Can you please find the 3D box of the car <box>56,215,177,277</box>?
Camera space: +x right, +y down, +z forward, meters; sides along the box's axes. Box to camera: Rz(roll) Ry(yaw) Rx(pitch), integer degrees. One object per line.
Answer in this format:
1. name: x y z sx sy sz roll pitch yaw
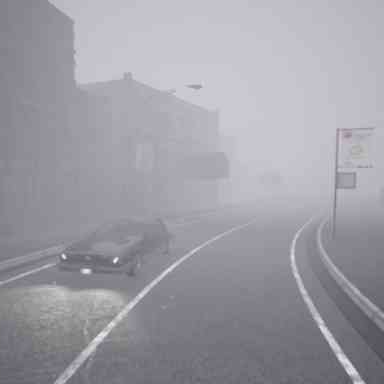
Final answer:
1. car: -1.917 1.476 10.457 2.033 1.411 5.357 1 1 13
